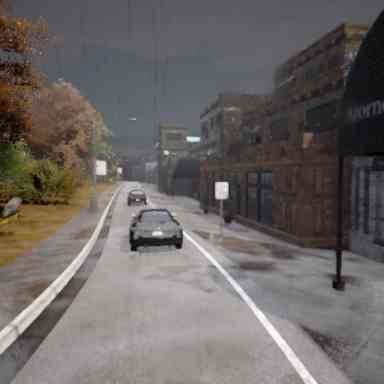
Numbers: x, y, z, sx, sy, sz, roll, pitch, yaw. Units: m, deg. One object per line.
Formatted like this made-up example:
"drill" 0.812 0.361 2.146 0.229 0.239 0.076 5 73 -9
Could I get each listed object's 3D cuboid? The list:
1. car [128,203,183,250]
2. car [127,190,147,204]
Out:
"car" -1.540 1.369 13.614 1.994 1.385 4.181 -1 2 -10
"car" -5.649 0.484 34.149 1.812 1.442 4.674 -1 3 -11
